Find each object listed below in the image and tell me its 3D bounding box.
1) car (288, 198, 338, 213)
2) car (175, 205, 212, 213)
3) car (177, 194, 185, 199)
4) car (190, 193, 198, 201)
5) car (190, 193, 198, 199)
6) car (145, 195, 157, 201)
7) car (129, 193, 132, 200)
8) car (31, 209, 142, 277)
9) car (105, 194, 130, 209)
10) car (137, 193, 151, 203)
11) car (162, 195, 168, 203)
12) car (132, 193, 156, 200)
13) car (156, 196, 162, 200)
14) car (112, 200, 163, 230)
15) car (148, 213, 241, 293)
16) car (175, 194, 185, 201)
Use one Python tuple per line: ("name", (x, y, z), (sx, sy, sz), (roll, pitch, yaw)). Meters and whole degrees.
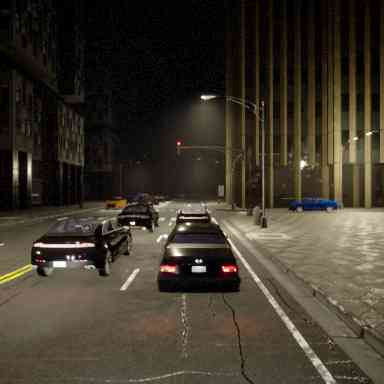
("car", (12.715, 1.369, 35.075), (5.008, 1.535, 1.882), (0, 0, 1))
("car", (0.095, 1.476, 18.724), (2.128, 1.511, 4.902), (0, 0, 0))
("car", (-2.796, 1.187, 87.594), (1.895, 1.301, 4.718), (0, 0, 0))
("car", (0.399, 1.291, 77.124), (1.837, 1.490, 4.892), (0, 0, 0))
("car", (0.454, 1.117, 87.546), (2.128, 1.511, 4.902), (0, 0, 0))
("car", (-9.354, 1.342, 76.571), (2.033, 1.411, 5.357), (0, 0, 0))
("car", (-9.555, 1.111, 54.930), (2.150, 2.045, 5.566), (0, 0, 0))
("car", (-3.099, 1.487, 10.255), (2.128, 1.511, 4.902), (0, 0, 0))
("car", (-9.633, 1.408, 42.268), (1.882, 1.535, 5.008), (0, 0, 0))
("car", (-9.441, 1.194, 66.237), (2.097, 1.767, 4.553), (0, 0, 1))
("car", (-6.230, 1.454, 63.308), (1.895, 1.301, 4.718), (0, 0, 1))
("car", (-6.044, 1.283, 42.094), (2.097, 1.767, 4.553), (0, 0, -4))
("car", (-6.328, 1.460, 52.418), (1.994, 1.385, 4.181), (0, 0, 0))
("car", (-3.052, 1.460, 19.631), (1.882, 1.535, 5.008), (0, 0, 0))
("car", (0.144, 1.544, 8.980), (2.033, 1.411, 5.357), (0, 0, 0))
("car", (-2.851, 1.316, 77.142), (2.128, 1.511, 4.902), (0, 0, 0))
